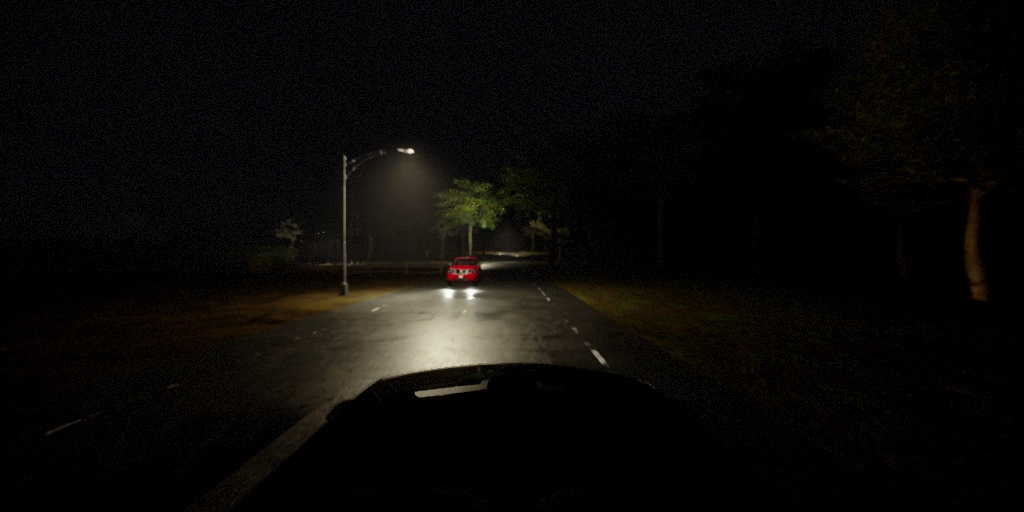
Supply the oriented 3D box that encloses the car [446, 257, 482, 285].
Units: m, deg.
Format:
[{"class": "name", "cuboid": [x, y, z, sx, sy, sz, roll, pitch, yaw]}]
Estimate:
[{"class": "car", "cuboid": [-3.514, 1.072, 27.355, 2.150, 2.045, 5.566, 0, 0, 0]}]
